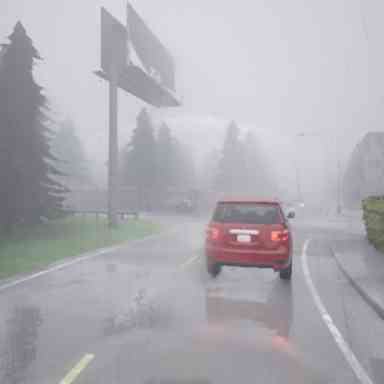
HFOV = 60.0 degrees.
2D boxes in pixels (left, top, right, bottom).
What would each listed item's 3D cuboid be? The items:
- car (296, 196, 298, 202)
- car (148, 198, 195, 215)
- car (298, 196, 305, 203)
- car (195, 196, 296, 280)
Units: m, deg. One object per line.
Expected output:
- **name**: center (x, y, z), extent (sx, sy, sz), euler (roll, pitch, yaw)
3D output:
- **car**: center (13.912, 1.410, 48.721), extent (1.812, 1.442, 4.674), euler (0, 0, 24)
- **car**: center (-1.698, 1.247, 29.450), extent (4.674, 1.442, 1.812), euler (0, 0, 25)
- **car**: center (20.380, 1.454, 63.571), extent (1.895, 1.301, 4.718), euler (0, 0, 24)
- **car**: center (1.916, 1.188, 10.190), extent (2.150, 2.045, 5.566), euler (0, -1, 16)
